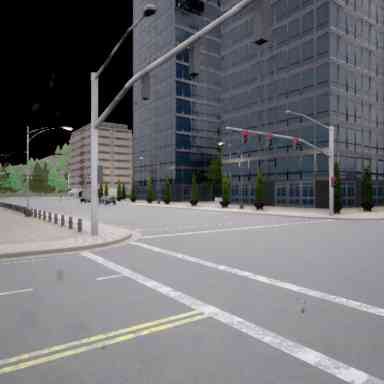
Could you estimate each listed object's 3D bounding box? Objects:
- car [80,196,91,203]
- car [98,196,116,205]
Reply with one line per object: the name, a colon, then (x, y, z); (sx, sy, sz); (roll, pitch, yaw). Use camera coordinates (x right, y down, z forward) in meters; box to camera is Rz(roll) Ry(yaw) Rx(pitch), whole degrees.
car: (-20.626, 1.492, 65.703); (2.033, 1.411, 5.357); (0, 0, -33)
car: (-14.661, 1.449, 57.188); (1.837, 1.490, 4.892); (0, 0, -35)
